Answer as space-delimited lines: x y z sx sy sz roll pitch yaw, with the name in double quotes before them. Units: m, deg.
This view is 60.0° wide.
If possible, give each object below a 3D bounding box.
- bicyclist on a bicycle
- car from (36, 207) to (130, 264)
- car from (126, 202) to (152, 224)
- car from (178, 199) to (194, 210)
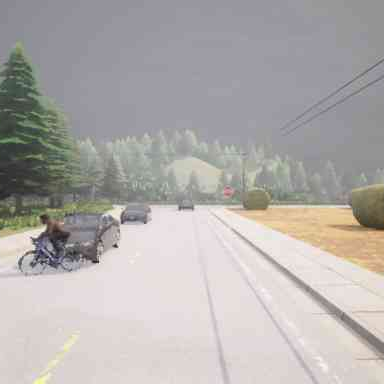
"bicyclist on a bicycle" -3.795 1.410 9.021 1.656 1.620 0.582 -3 0 -27
"car" -3.812 1.491 11.906 2.128 1.511 4.902 0 0 -1
"car" -4.056 1.505 24.530 1.837 1.490 4.892 0 0 -1
"car" -0.770 1.564 42.547 1.994 1.385 4.181 0 0 -3
